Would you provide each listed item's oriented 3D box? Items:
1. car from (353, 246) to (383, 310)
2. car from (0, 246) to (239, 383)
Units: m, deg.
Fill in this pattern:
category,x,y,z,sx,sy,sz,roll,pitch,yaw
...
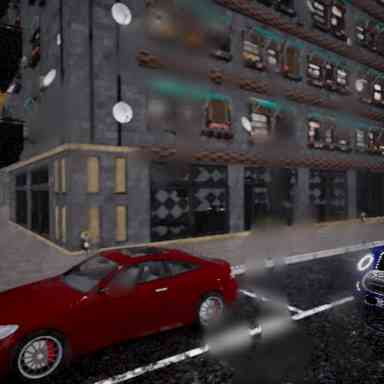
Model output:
category,x,y,z,sx,sy,sz,roll,pitch,yaw
car,5.334,1.355,6.870,4.553,1.767,2.097,0,0,-35
car,-1.092,1.583,5.331,4.206,1.307,1.802,0,-1,-36
